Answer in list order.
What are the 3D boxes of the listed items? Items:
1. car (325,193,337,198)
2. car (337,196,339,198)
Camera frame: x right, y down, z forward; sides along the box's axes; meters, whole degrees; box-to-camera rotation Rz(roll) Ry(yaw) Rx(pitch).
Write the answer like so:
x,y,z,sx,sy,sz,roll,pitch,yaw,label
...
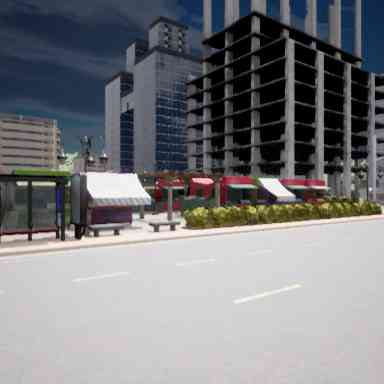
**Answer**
x,y,z,sx,sy,sz,roll,pitch,yaw,label
27.301,1.074,69.307,1.905,1.878,3.866,0,0,-36,car
29.692,1.074,71.018,1.905,1.878,3.866,0,0,-36,car
